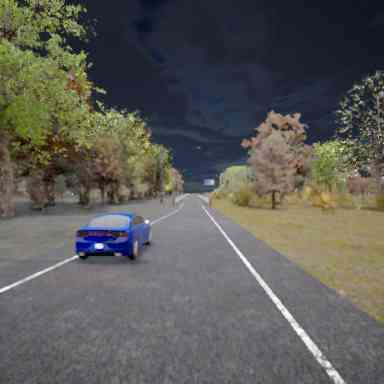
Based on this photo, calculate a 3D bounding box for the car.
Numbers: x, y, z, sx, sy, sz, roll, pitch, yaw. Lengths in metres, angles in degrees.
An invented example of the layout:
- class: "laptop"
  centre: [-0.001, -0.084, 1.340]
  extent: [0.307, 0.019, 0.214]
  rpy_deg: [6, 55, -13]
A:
- class: "car"
  centre: [-2.751, 1.500, 12.652]
  extent: [1.882, 1.535, 5.008]
  rpy_deg: [0, 0, 2]
